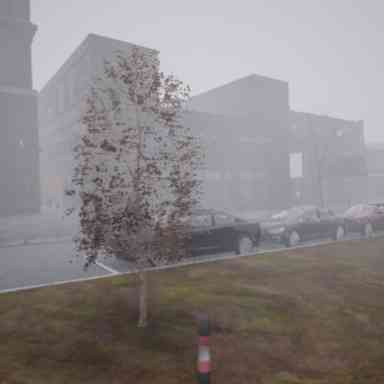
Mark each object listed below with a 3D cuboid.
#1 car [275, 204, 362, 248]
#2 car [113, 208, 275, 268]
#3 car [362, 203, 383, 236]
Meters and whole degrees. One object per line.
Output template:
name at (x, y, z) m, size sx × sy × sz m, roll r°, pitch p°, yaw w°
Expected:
car at (4.518, 1.323, 13.850) m, size 4.892 × 1.521 × 2.231 m, roll -1°, pitch 0°, yaw -33°
car at (0.011, 1.301, 10.626) m, size 5.008 × 1.535 × 2.097 m, roll 0°, pitch 0°, yaw -33°
car at (9.037, 1.323, 17.083) m, size 5.008 × 1.535 × 2.097 m, roll 0°, pitch 0°, yaw -33°
